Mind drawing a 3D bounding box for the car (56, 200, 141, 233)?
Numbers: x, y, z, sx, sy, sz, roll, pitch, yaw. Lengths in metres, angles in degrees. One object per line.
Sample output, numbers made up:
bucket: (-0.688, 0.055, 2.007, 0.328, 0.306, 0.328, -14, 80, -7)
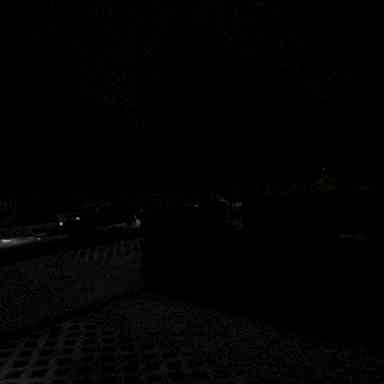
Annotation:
car: (-4.868, 1.205, 17.968, 2.128, 1.511, 4.902, 0, 1, 35)

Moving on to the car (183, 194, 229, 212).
car: (1.150, 0.940, 26.437, 2.128, 1.511, 4.902, 0, 2, 35)

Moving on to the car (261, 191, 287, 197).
car: (9.363, 0.624, 37.965, 2.033, 1.411, 5.357, 0, 1, 36)
